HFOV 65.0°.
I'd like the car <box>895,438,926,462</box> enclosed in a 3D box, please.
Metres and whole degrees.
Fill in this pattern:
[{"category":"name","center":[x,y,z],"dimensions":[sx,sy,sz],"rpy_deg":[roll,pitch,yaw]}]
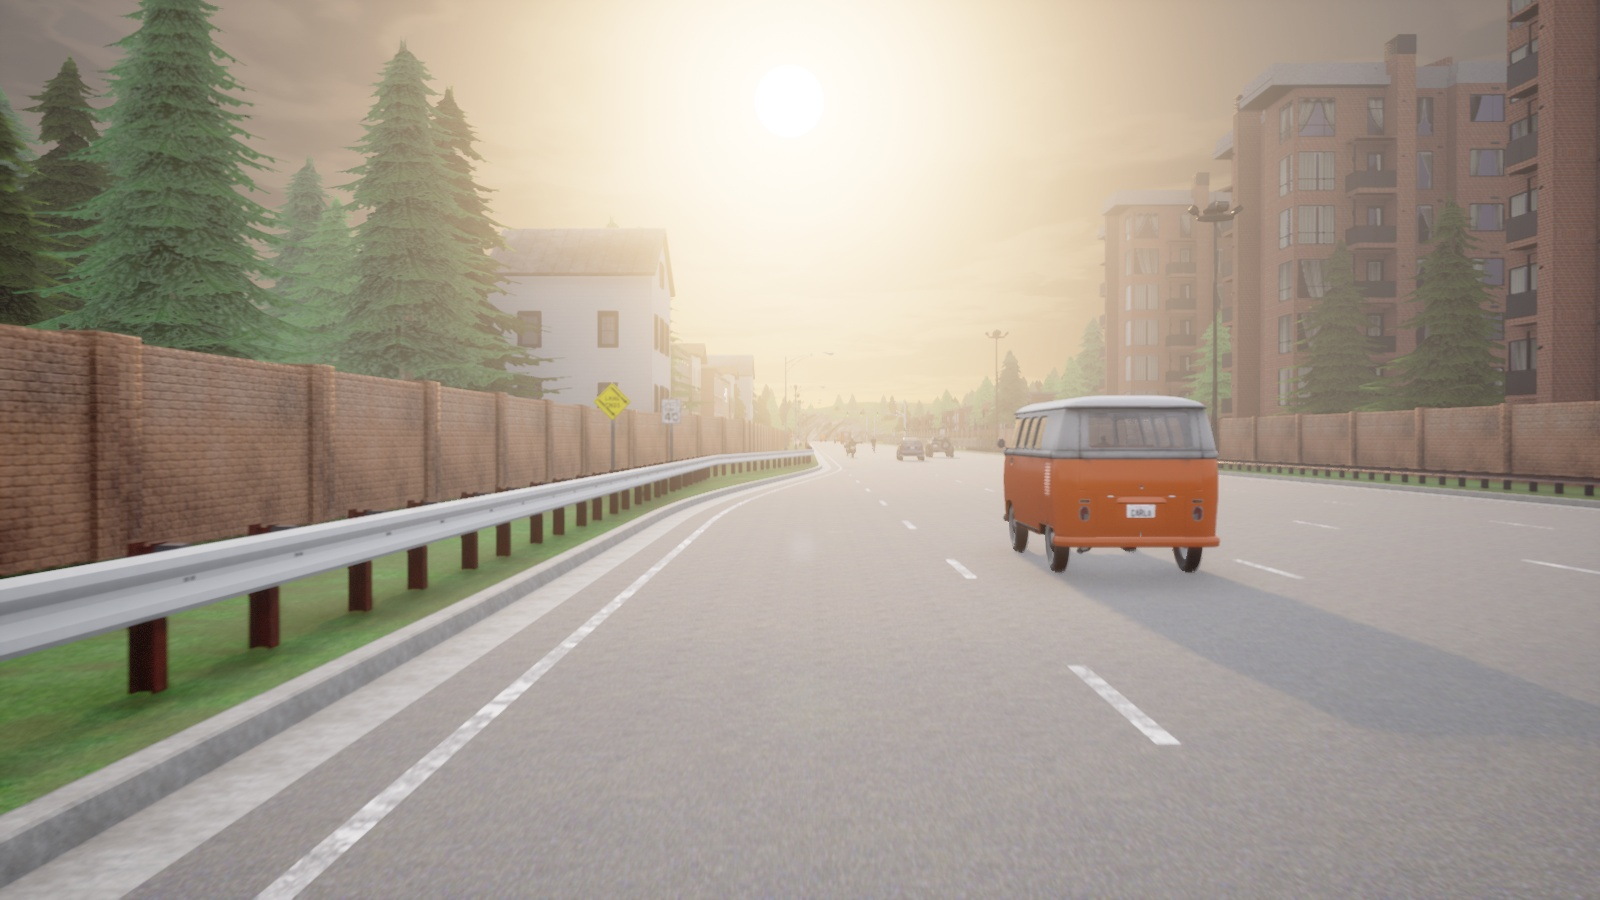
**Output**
[{"category":"car","center":[7.490,-0.012,85.603],"dimensions":[1.789,1.549,3.705],"rpy_deg":[0,1,0]}]

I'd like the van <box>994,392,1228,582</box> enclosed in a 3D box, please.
[{"category":"van","center":[3.601,0.368,15.362],"dimensions":[1.775,1.987,4.442],"rpy_deg":[0,0,0]}]
